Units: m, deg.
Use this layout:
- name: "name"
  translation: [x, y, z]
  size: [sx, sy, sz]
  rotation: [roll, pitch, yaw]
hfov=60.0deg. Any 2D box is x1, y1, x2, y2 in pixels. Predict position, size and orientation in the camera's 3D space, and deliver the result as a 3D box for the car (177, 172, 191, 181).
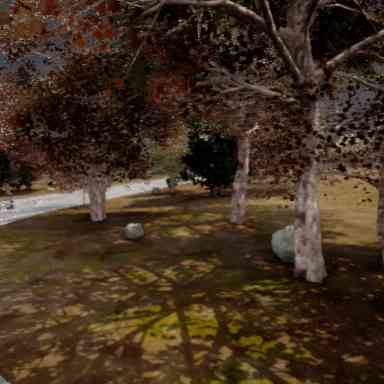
- name: "car"
  translation: [-1.328, -3.096, 62.341]
  size: [2.150, 2.045, 5.566]
  rotation: [0, 6, 22]
